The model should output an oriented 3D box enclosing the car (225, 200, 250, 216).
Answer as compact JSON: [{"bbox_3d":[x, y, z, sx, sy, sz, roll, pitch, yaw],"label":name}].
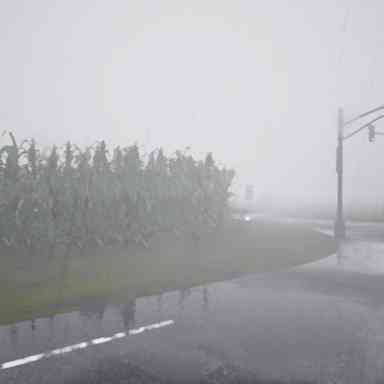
[{"bbox_3d":[3.322,1.515,32.082,2.033,1.411,5.357,1,0,-26],"label":"car"}]
